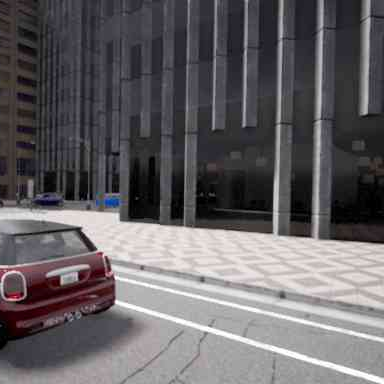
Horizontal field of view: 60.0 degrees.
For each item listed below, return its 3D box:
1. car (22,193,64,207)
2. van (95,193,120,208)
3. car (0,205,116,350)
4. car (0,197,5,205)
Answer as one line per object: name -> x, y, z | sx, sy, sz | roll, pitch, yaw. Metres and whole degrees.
car -> -17.650, 0.950, 39.438 | 2.097, 1.767, 4.553 | 2, 1, 36
van -> -9.759, 1.070, 40.352 | 1.690, 1.788, 3.998 | 2, 1, 36
car -> -3.573, 1.294, 6.231 | 4.553, 1.767, 2.097 | 1, 0, 35
car -> -23.044, 0.981, 36.525 | 1.967, 1.590, 4.097 | 2, 1, 36
